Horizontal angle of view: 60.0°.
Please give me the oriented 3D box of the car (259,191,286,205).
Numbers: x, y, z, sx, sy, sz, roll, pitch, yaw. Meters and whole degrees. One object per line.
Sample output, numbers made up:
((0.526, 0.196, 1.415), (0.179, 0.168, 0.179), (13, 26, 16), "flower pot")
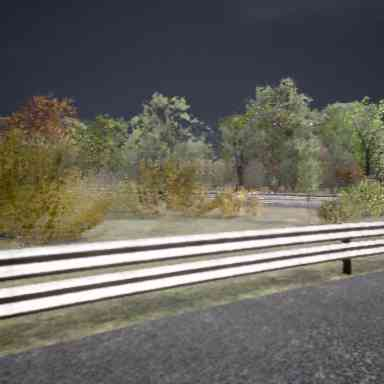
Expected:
((9.831, 0.900, 44.457), (5.357, 1.411, 2.033), (1, 2, 16), "car")

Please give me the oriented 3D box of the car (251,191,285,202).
((11.709, 0.700, 51.197), (5.008, 1.535, 1.882), (1, 2, 16), "car")

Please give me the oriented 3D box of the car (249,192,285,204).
((10.753, 0.788, 47.831), (4.892, 1.490, 1.837), (2, 2, 16), "car")
